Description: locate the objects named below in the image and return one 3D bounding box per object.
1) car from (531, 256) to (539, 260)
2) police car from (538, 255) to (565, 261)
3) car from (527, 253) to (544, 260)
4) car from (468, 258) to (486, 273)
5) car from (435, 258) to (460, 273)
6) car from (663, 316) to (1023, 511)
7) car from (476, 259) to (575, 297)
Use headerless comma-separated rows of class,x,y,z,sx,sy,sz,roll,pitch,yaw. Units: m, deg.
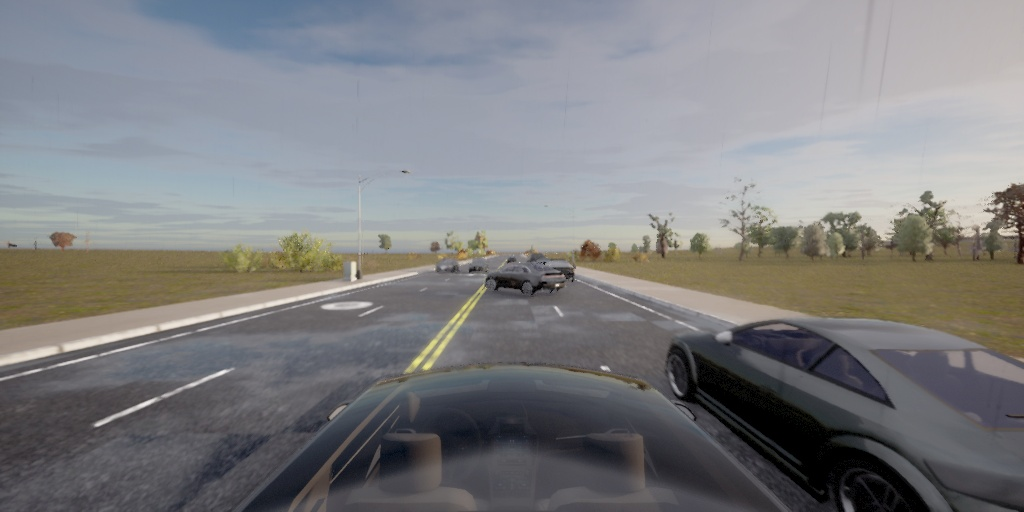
car,3.243,0.966,36.671,1.837,1.490,4.892,0,0,0
police car,3.245,0.980,25.781,1.930,1.638,5.238,0,0,0
car,3.241,0.587,47.698,2.150,2.045,5.566,0,1,0
car,-3.335,0.968,36.792,1.837,1.490,4.892,0,0,0
car,-6.584,0.952,36.935,2.128,1.511,4.902,0,0,0
car,3.249,1.298,3.672,1.994,1.385,4.181,0,0,0
car,0.545,1.110,18.152,2.128,1.511,4.902,0,1,-39
